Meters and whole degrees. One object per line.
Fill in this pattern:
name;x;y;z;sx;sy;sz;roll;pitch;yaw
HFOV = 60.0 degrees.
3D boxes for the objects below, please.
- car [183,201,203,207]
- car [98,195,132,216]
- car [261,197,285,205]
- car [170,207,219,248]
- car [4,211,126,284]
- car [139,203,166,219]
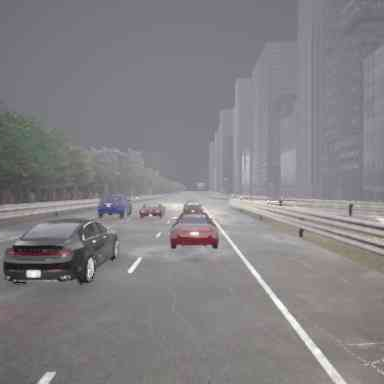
car;0.094;1.548;31.981;1.812;1.442;4.674;0;0;0
car;-6.904;1.242;30.237;2.150;2.045;5.566;0;0;0
car;11.431;1.453;48.065;2.097;1.767;4.553;0;0;-15
car;0.095;1.571;14.790;1.994;1.385;4.181;0;0;0
car;-3.400;1.508;9.561;1.837;1.490;4.892;0;0;0
car;-3.407;1.620;29.578;1.895;1.301;4.718;0;0;0
